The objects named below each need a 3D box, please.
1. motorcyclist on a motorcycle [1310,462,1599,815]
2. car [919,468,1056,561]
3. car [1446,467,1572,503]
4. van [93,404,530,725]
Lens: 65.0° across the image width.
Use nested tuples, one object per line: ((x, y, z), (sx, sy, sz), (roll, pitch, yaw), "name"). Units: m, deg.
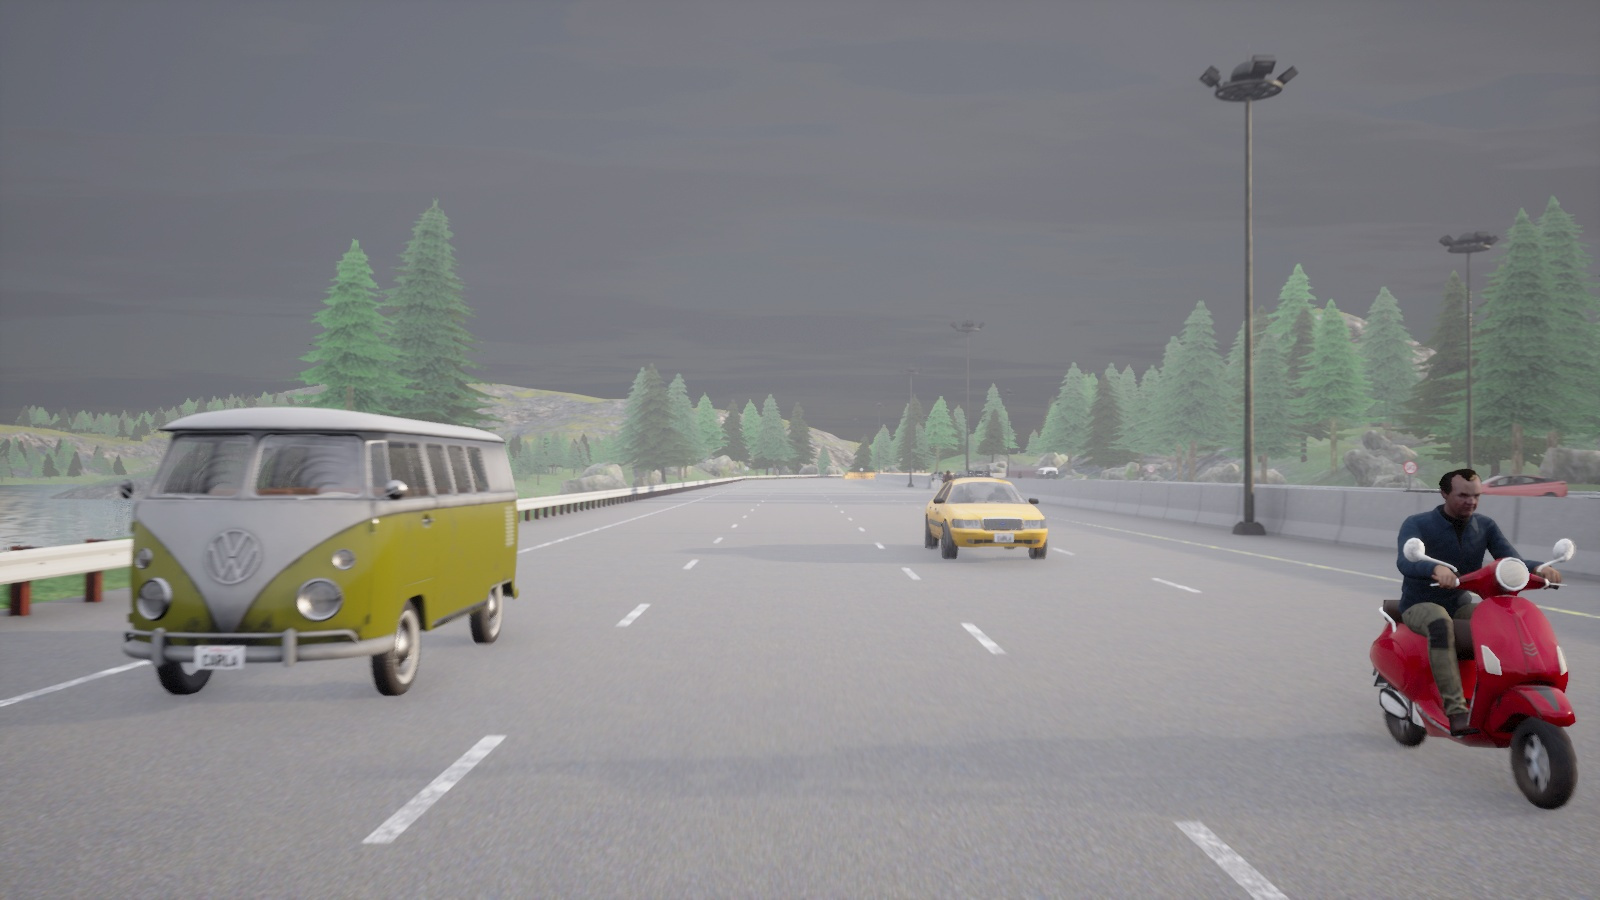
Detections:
((3.484, 0.864, 6.581), (0.866, 1.590, 1.817), (0, -1, 0), "motorcyclist on a motorcycle")
((3.443, 1.141, 24.031), (1.801, 1.575, 5.366), (0, -1, 0), "car")
((31.805, 1.565, 56.489), (4.514, 1.525, 2.007), (-1, -1, 12), "car")
((-3.524, 0.749, 10.055), (1.775, 1.987, 4.442), (0, -1, 0), "van")
